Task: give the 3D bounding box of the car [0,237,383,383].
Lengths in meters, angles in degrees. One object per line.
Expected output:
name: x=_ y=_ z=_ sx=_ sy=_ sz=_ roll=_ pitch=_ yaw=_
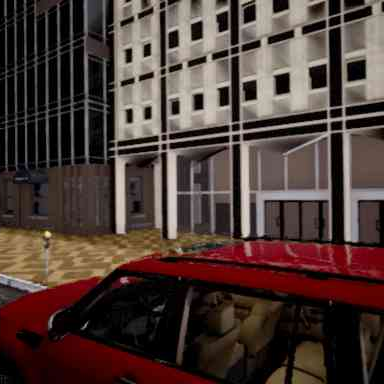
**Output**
car: x=0.267 y=1.328 z=2.689 sx=5.009 sy=1.841 sz=2.192 roll=-1 pitch=-1 yaw=35
